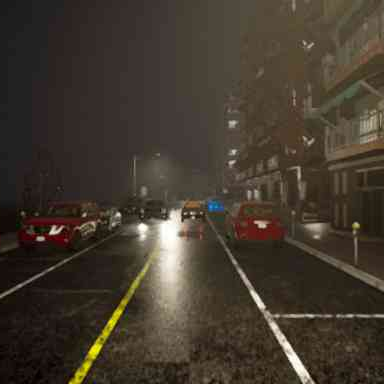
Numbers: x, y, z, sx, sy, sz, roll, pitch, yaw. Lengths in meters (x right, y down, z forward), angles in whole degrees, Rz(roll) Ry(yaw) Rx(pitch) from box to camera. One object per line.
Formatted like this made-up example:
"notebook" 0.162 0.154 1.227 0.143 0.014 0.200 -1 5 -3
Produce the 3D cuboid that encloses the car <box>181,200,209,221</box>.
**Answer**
"car" 0.091 1.617 26.951 1.895 1.301 4.718 0 0 0

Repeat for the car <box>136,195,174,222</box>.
"car" -2.857 1.368 26.448 2.097 1.767 4.553 0 0 0

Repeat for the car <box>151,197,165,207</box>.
"car" -5.325 1.558 52.761 1.752 1.417 4.829 1 0 0

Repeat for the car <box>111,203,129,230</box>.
"car" -5.314 1.563 19.713 2.008 1.369 4.403 1 0 0

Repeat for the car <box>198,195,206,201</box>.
"car" 2.543 1.606 85.875 2.008 1.369 4.403 1 0 0

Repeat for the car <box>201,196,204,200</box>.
"car" 2.560 1.466 42.271 1.967 1.590 4.097 1 0 0

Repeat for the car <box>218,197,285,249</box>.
"car" 2.571 1.324 14.547 2.192 1.841 5.009 1 0 0

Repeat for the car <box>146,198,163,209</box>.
"car" -5.323 1.574 47.395 1.887 1.381 4.507 1 0 0

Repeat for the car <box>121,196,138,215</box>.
"car" -5.315 1.334 30.786 2.192 1.841 5.009 1 0 0

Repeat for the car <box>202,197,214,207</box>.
"car" 2.555 1.558 53.531 1.752 1.417 4.829 1 0 0

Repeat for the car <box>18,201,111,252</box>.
"car" -5.309 1.324 14.177 2.192 1.841 5.009 1 0 0

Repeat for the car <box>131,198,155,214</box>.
"car" -5.318 1.462 36.322 1.967 1.590 4.097 1 0 0

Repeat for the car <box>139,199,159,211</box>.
"car" -5.322 1.576 41.858 2.008 1.369 4.403 1 0 0

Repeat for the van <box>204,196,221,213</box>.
"van" 2.563 1.364 36.726 1.690 1.788 3.998 1 0 0

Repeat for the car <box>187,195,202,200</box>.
"car" 0.085 1.504 42.659 1.882 1.535 5.008 0 0 0
